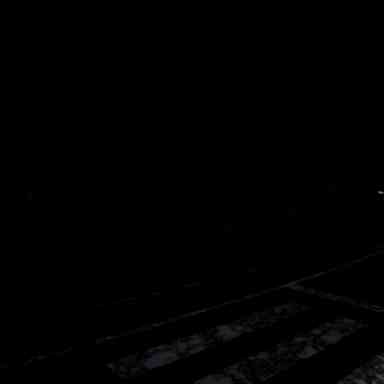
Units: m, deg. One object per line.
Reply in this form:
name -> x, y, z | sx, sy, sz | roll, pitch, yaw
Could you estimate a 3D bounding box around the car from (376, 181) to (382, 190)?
car -> 37.519, -1.410, 65.003 | 2.150, 2.045, 5.566 | 2, 4, 19
